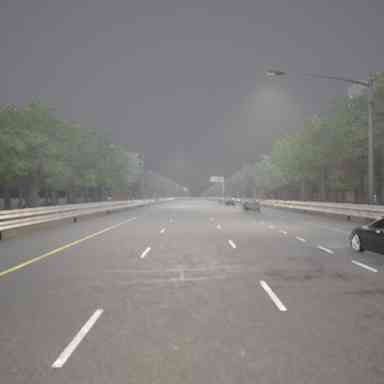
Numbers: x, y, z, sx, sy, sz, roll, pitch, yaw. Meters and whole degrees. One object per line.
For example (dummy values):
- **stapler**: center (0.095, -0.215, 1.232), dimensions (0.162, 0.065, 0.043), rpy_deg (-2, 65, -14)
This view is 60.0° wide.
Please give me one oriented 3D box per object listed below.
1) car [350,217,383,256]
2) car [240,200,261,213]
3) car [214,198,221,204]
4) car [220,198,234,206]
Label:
- **car**: center (7.007, 1.522, 10.914), dimensions (1.837, 1.490, 4.892), rpy_deg (0, 0, 0)
- **car**: center (7.092, 1.711, 40.566), dimensions (2.128, 1.511, 4.902), rpy_deg (0, -1, 0)
- **car**: center (7.375, 2.286, 82.590), dimensions (2.128, 1.511, 4.902), rpy_deg (0, -1, 1)
- **car**: center (7.237, 2.043, 65.523), dimensions (1.837, 1.490, 4.892), rpy_deg (0, -1, 0)
